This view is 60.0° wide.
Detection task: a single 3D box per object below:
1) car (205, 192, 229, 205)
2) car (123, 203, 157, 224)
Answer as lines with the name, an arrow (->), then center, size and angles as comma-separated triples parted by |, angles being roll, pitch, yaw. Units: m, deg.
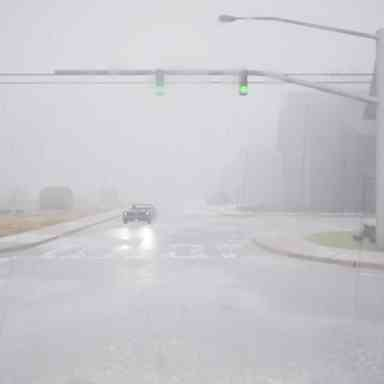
car -> 3.945, 0.980, 52.638 | 1.905, 1.878, 3.866 | -8, 4, -42
car -> -3.679, 1.517, 24.023 | 1.895, 1.301, 4.718 | 0, 0, 0
